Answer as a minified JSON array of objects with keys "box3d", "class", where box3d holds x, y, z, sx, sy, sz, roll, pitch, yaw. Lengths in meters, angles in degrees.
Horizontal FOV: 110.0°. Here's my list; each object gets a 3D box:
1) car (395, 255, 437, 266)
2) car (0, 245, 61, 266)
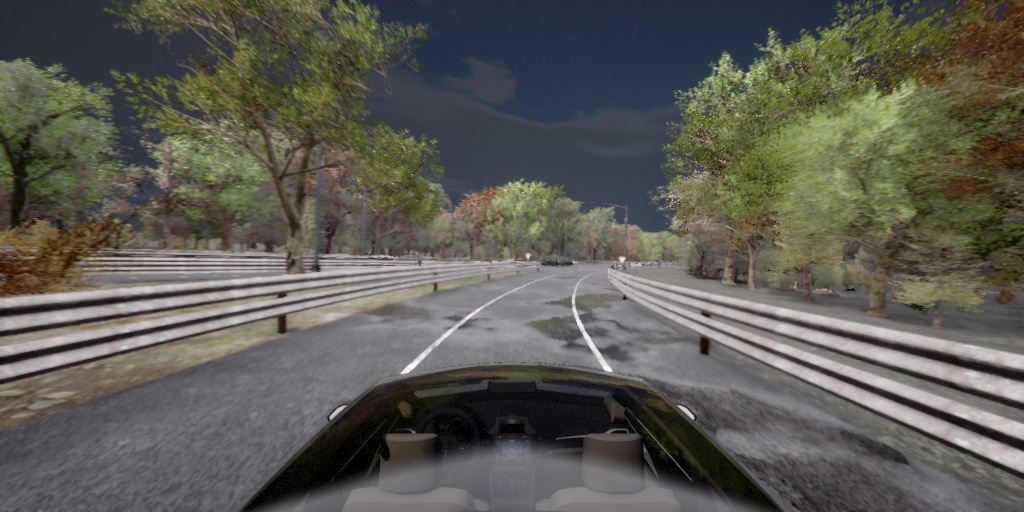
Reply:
[{"box3d":[-10.244,0.981,40.352,2.033,1.411,5.357,3,0,35],"class":"car"},{"box3d":[-25.832,0.347,18.221,2.128,1.511,4.902,3,0,35],"class":"car"}]
